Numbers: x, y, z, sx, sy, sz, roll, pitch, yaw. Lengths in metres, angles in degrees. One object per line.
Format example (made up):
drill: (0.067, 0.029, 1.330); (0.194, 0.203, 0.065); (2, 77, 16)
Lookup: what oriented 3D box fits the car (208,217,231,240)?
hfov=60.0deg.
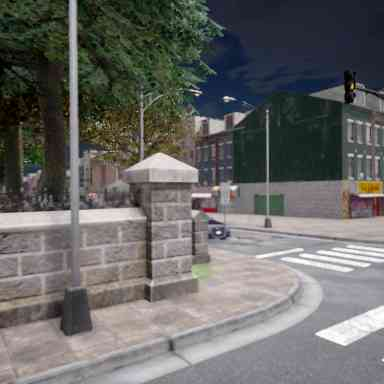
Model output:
car: (0.105, 1.782, 17.454); (1.994, 1.385, 4.181); (-1, 0, -36)
